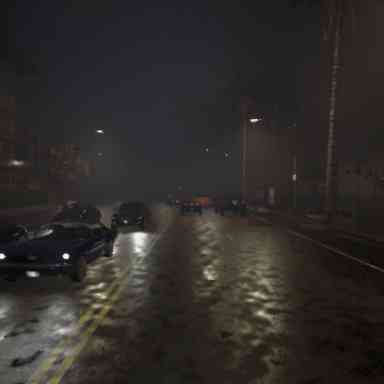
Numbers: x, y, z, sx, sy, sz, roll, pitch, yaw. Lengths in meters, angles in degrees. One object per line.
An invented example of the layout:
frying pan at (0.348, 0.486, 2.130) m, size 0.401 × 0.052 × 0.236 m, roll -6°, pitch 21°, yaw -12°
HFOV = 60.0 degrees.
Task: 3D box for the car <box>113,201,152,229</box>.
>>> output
car at (-3.588, 1.344, 20.384) m, size 1.837 × 1.490 × 4.892 m, roll 0°, pitch 0°, yaw 0°

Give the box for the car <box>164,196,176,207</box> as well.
car at (-2.357, 1.202, 43.783) m, size 2.033 × 1.411 × 5.357 m, roll 0°, pitch 0°, yaw -15°

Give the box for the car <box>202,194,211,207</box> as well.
car at (1.027, 0.999, 44.579) m, size 2.097 × 1.767 × 4.553 m, roll 0°, pitch 0°, yaw -15°

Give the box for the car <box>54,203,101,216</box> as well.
car at (-7.093, 1.400, 20.924) m, size 1.994 × 1.385 × 4.181 m, roll 0°, pitch 0°, yaw 0°

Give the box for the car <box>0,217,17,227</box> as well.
car at (-7.079, 1.480, 10.687) m, size 1.994 × 1.385 × 4.181 m, roll 0°, pitch 0°, yaw 1°

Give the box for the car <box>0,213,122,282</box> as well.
car at (-3.583, 1.524, 9.689) m, size 1.895 × 1.301 × 4.718 m, roll 0°, pitch 0°, yaw 0°

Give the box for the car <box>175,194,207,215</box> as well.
car at (-0.163, 1.249, 30.608) m, size 2.128 × 1.511 × 4.902 m, roll 0°, pitch 0°, yaw -4°

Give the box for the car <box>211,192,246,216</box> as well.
car at (3.389, 0.984, 30.137) m, size 2.150 × 2.045 × 5.566 m, roll 0°, pitch 1°, yaw -4°
